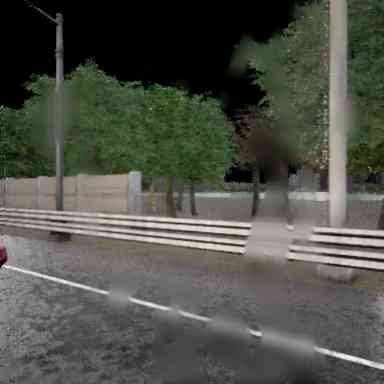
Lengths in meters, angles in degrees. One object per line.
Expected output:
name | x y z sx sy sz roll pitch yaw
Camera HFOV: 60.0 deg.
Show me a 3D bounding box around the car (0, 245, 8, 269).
car | -7.069 1.593 9.055 4.718 1.301 1.895 0 0 36
